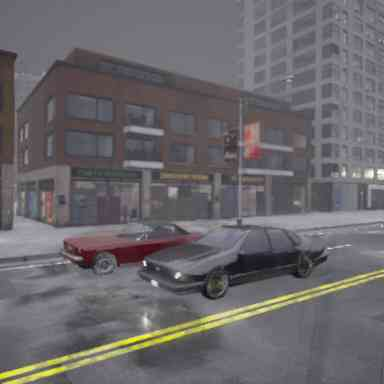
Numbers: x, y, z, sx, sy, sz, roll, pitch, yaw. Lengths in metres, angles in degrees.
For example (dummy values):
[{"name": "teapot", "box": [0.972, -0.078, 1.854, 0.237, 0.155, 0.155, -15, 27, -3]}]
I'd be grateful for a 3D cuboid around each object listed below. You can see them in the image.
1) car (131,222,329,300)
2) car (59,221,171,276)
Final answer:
[{"name": "car", "box": [1.369, 1.572, 8.653, 5.357, 1.411, 2.033, 0, 0, -36]}, {"name": "car", "box": [-1.599, 1.620, 10.530, 4.718, 1.301, 1.895, 0, 0, -35]}]
